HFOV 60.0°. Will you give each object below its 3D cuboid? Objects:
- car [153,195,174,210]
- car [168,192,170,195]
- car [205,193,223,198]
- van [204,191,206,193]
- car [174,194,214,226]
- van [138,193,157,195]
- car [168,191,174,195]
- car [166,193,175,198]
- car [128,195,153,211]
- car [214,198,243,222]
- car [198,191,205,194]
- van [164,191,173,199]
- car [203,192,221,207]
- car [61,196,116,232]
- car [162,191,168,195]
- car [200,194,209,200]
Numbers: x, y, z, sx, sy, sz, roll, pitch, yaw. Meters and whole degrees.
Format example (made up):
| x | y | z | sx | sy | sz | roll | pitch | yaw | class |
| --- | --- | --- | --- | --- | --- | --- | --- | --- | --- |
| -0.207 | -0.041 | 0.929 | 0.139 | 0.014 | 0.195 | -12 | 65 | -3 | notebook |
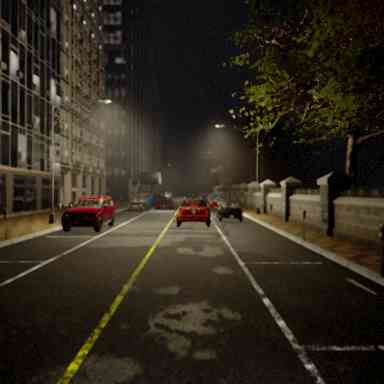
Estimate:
| x | y | z | sx | sy | sz | roll | pitch | yaw | class |
| --- | --- | --- | --- | --- | --- | --- | --- | --- | --- |
| -2.992 | 1.311 | 37.443 | 1.994 | 1.385 | 4.181 | 0 | 0 | 0 | car |
| -5.813 | 1.108 | 63.855 | 1.947 | 1.339 | 4.313 | 0 | 0 | 0 | car |
| 2.706 | 1.199 | 35.786 | 1.967 | 1.590 | 4.097 | 0 | 0 | 0 | car |
| 2.708 | 1.059 | 41.344 | 1.690 | 1.788 | 3.998 | 0 | 0 | 0 | van |
| 0.106 | 1.205 | 22.167 | 2.097 | 1.767 | 4.553 | 0 | 0 | 0 | car |
| -5.817 | 1.057 | 41.612 | 1.690 | 1.788 | 3.998 | 0 | 0 | 0 | van |
| -5.674 | 0.975 | 74.805 | 1.752 | 1.417 | 4.829 | 0 | 0 | 0 | car |
| -5.632 | 0.917 | 86.077 | 1.947 | 1.339 | 4.313 | 1 | 1 | 1 | car |
| -5.820 | 1.308 | 36.053 | 2.008 | 1.369 | 4.403 | 0 | 0 | 0 | car |
| 2.702 | 1.387 | 24.666 | 2.008 | 1.369 | 4.403 | 0 | 0 | 0 | car |
| 0.110 | 1.077 | 40.197 | 2.097 | 1.767 | 4.553 | 0 | 0 | 0 | car |
| -5.662 | 0.742 | 80.533 | 1.690 | 1.788 | 3.998 | 0 | 0 | 0 | van |
| 2.709 | 0.991 | 46.904 | 2.192 | 1.841 | 5.009 | 0 | 0 | 0 | car |
| -5.823 | 1.187 | 19.370 | 2.192 | 1.841 | 5.009 | 0 | 0 | 0 | car |
| -5.814 | 1.027 | 58.295 | 1.967 | 1.590 | 4.097 | 0 | 0 | 0 | car |
| 2.715 | 1.032 | 74.707 | 1.802 | 1.307 | 4.206 | 0 | 0 | 0 | car |
